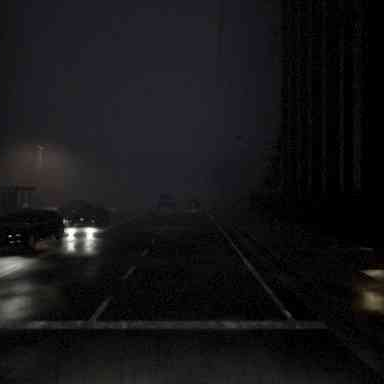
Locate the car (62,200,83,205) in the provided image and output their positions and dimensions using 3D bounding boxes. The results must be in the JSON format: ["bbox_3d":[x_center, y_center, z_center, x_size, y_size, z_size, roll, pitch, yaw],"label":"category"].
[{"bbox_3d":[-10.500,1.483,30.161,1.882,1.535,5.008,0,0,0],"label":"car"}]

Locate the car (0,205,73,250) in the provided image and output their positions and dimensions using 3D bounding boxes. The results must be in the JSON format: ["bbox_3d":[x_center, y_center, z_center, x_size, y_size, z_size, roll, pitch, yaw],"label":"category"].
[{"bbox_3d":[-7.087,1.508,14.373,1.837,1.490,4.892,0,0,0],"label":"car"}]

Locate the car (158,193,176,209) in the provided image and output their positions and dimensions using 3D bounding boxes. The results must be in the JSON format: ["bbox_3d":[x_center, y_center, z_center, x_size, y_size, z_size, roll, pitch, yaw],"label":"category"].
[{"bbox_3d":[-3.426,1.188,45.679,2.150,2.045,5.566,0,0,0],"label":"car"}]

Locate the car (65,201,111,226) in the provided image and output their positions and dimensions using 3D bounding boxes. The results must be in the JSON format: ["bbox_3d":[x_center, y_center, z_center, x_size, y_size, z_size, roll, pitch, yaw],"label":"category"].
[{"bbox_3d":[-7.058,1.568,23.282,1.994,1.385,4.181,0,0,0],"label":"car"}]

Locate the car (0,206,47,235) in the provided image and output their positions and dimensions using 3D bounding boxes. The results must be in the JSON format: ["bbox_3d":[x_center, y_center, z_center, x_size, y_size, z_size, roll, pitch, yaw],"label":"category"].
[{"bbox_3d":[-10.570,1.605,19.720,1.895,1.301,4.718,0,0,0],"label":"car"}]

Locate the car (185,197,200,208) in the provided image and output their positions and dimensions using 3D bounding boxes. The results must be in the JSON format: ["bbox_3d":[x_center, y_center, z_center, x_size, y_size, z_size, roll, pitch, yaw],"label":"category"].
[{"bbox_3d":[0.080,1.461,46.777,1.837,1.490,4.892,0,0,0],"label":"car"}]
